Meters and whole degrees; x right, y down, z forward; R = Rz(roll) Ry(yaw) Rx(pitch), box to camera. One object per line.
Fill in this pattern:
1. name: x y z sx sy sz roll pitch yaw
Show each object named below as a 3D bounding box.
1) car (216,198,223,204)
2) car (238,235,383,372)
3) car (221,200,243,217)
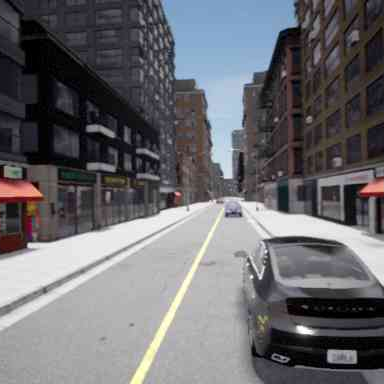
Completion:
1. car: 6.813 2.183 80.899 1.882 1.535 5.008 -1 -1 7
2. car: 1.883 1.538 5.973 1.837 1.490 4.892 -1 -1 7
3. car: 4.363 1.840 35.037 2.033 1.411 5.357 -1 -1 7
